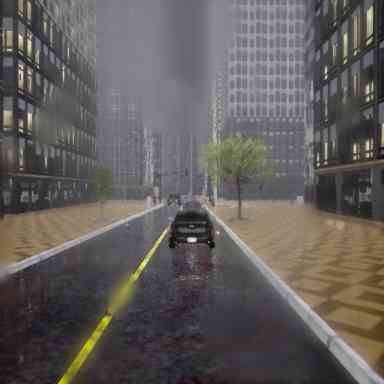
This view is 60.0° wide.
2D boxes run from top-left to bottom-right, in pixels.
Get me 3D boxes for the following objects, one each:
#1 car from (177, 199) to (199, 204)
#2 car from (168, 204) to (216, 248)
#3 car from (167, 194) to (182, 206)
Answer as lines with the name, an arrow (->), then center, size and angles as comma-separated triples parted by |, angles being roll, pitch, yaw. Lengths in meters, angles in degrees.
car -> 0.000, 1.569, 29.651 | 2.033, 1.411, 5.357 | 0, 0, 0
car -> 0.000, 1.515, 14.650 | 1.837, 1.490, 4.892 | 0, 0, 0
car -> -3.000, 1.361, 57.624 | 2.150, 2.045, 5.566 | 0, 0, 0
